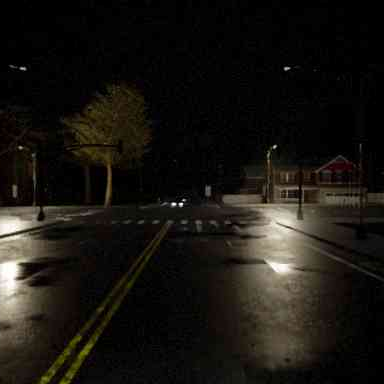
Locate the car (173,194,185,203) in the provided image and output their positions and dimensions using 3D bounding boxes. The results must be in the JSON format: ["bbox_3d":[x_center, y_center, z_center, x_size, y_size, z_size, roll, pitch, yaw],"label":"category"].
[{"bbox_3d":[-2.860,1.507,66.359,1.895,1.301,4.718,0,0,0],"label":"car"}]
